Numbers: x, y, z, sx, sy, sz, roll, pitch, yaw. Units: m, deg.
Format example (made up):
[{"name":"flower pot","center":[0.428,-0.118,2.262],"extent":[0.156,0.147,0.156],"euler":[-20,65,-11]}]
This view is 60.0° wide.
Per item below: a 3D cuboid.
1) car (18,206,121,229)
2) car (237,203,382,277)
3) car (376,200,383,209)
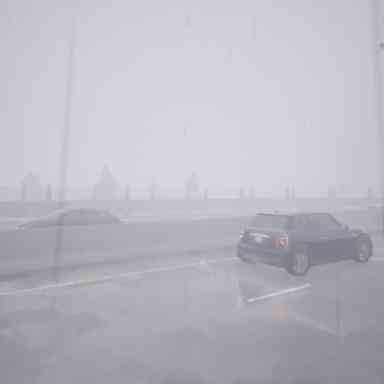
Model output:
[{"name":"car","center":[-6.042,1.505,16.771],"extent":[4.892,1.490,1.837],"euler":[0,0,-34]},{"name":"car","center":[3.648,1.352,10.475],"extent":[4.553,1.767,2.097],"euler":[0,0,-33]},{"name":"car","center":[20.508,1.478,34.611],"extent":[5.008,1.535,1.882],"euler":[0,0,-19]}]
